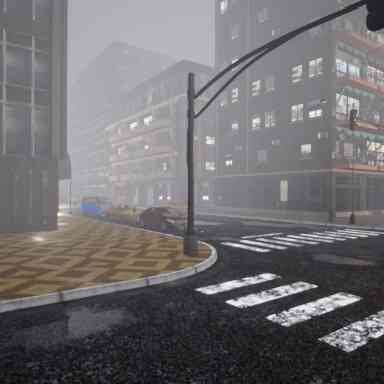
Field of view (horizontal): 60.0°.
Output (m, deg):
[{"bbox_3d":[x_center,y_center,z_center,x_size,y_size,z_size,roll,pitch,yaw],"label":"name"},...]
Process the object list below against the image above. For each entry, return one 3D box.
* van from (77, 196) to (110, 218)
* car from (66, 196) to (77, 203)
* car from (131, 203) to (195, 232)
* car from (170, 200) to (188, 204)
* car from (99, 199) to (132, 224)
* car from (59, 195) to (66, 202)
[{"bbox_3d":[-8.307,1.268,29.008,1.690,1.788,3.998,0,0,-36],"label":"van"},{"bbox_3d":[-21.389,1.452,61.649,1.752,1.417,4.829,0,0,-36],"label":"car"},{"bbox_3d":[-1.711,1.528,19.800,1.802,1.307,4.206,0,0,-36],"label":"car"},{"bbox_3d":[-1.596,1.492,34.027,1.752,1.417,4.829,0,0,-36],"label":"car"},{"bbox_3d":[-4.910,1.461,24.265,1.752,1.417,4.829,0,0,-36],"label":"car"},{"bbox_3d":[-27.887,1.365,70.718,1.967,1.590,4.097,0,0,-36],"label":"car"}]
